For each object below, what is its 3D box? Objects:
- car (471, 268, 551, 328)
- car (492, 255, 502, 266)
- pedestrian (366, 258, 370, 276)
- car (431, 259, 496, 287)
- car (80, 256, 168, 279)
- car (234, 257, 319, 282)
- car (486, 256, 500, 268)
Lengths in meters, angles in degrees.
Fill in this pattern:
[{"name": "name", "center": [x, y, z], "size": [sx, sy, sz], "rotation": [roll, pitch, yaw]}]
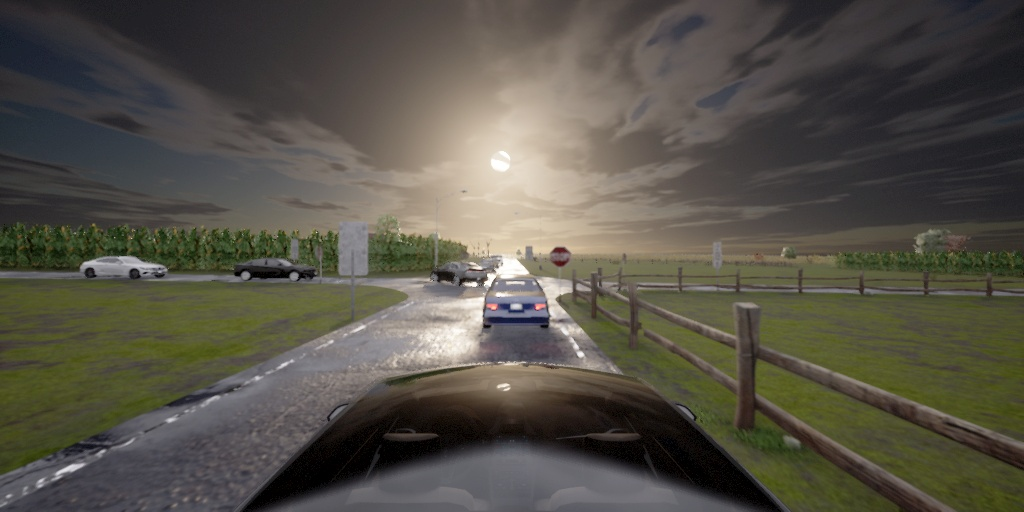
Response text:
[{"name": "car", "center": [0.101, 1.255, 11.124], "size": [2.033, 1.411, 5.357], "rotation": [0, 0, 0]}, {"name": "car", "center": [-2.822, 1.031, 51.729], "size": [1.837, 1.490, 4.892], "rotation": [0, 1, 0]}, {"name": "pedestrian", "center": [-12.166, 0.761, 29.842], "size": [0.375, 1.860, 0.375], "rotation": [0, -1, 0]}, {"name": "car", "center": [-3.476, 1.105, 23.042], "size": [2.128, 1.511, 4.902], "rotation": [2, -1, -39]}, {"name": "car", "center": [-25.726, 0.732, 23.827], "size": [4.674, 1.442, 1.812], "rotation": [1, 0, 0]}, {"name": "car", "center": [-15.604, 0.864, 23.890], "size": [5.008, 1.535, 1.882], "rotation": [1, 0, -1]}, {"name": "car", "center": [-2.848, 1.066, 41.343], "size": [2.128, 1.511, 4.902], "rotation": [0, 0, 1]}]
